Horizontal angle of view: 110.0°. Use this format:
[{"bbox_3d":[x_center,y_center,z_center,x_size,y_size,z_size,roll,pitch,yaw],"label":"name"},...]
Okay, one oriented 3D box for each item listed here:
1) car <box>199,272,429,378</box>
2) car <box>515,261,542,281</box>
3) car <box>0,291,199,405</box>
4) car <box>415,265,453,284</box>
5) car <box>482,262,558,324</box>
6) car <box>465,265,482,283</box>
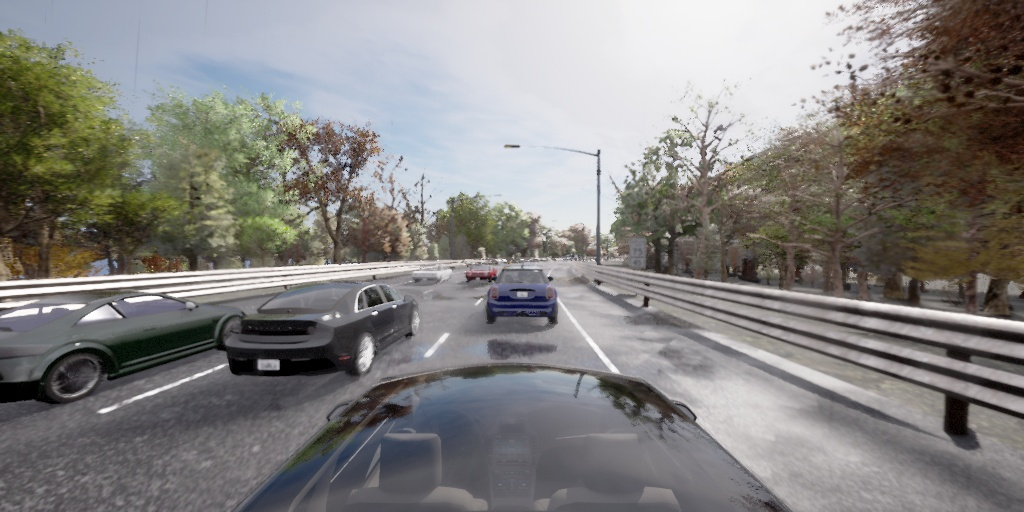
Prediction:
[{"bbox_3d":[-3.291,1.247,7.336,1.837,1.490,4.892,0,0,1],"label":"car"},{"bbox_3d":[1.563,1.237,31.270,2.128,1.511,4.902,0,0,5],"label":"car"},{"bbox_3d":[-6.804,1.300,6.271,1.994,1.385,4.181,0,0,1],"label":"car"},{"bbox_3d":[-5.850,1.322,26.910,1.895,1.301,4.718,0,0,4],"label":"car"},{"bbox_3d":[0.352,1.100,12.182,2.097,1.767,4.553,0,0,2],"label":"car"},{"bbox_3d":[-2.264,1.334,27.851,1.895,1.301,4.718,0,0,5],"label":"car"}]
